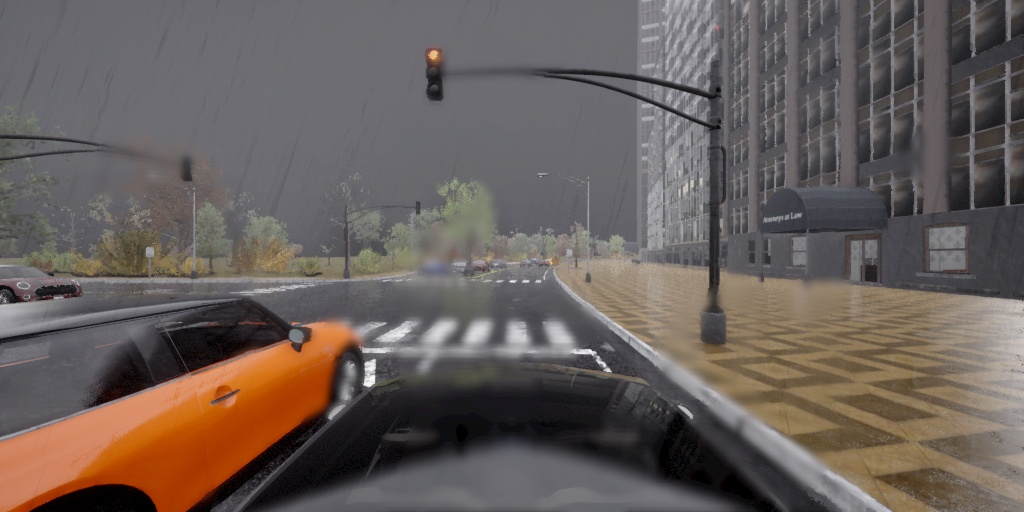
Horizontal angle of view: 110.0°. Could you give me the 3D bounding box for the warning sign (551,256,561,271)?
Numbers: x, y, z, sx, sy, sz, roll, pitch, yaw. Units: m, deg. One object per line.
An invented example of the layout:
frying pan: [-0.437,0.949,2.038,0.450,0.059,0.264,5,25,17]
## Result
warning sign: [5.451,0.868,44.118,1.300,1.860,1.060,0,0,7]

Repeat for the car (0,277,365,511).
car: [-3.103,1.102,3.187,2.097,1.767,4.553,0,0,0]

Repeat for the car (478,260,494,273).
car: [-3.958,1.226,44.556,1.882,1.535,5.008,0,0,7]

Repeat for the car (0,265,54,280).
car: [-20.969,1.159,14.958,4.553,1.767,2.097,0,0,4]

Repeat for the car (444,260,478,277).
car: [-4.937,1.273,35.375,1.812,1.442,4.674,0,0,6]

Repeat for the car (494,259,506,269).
car: [-2.138,1.244,57.757,2.128,1.511,4.902,0,0,9]

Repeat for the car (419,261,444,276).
car: [-8.021,1.224,37.227,1.882,1.535,5.008,0,0,6]
